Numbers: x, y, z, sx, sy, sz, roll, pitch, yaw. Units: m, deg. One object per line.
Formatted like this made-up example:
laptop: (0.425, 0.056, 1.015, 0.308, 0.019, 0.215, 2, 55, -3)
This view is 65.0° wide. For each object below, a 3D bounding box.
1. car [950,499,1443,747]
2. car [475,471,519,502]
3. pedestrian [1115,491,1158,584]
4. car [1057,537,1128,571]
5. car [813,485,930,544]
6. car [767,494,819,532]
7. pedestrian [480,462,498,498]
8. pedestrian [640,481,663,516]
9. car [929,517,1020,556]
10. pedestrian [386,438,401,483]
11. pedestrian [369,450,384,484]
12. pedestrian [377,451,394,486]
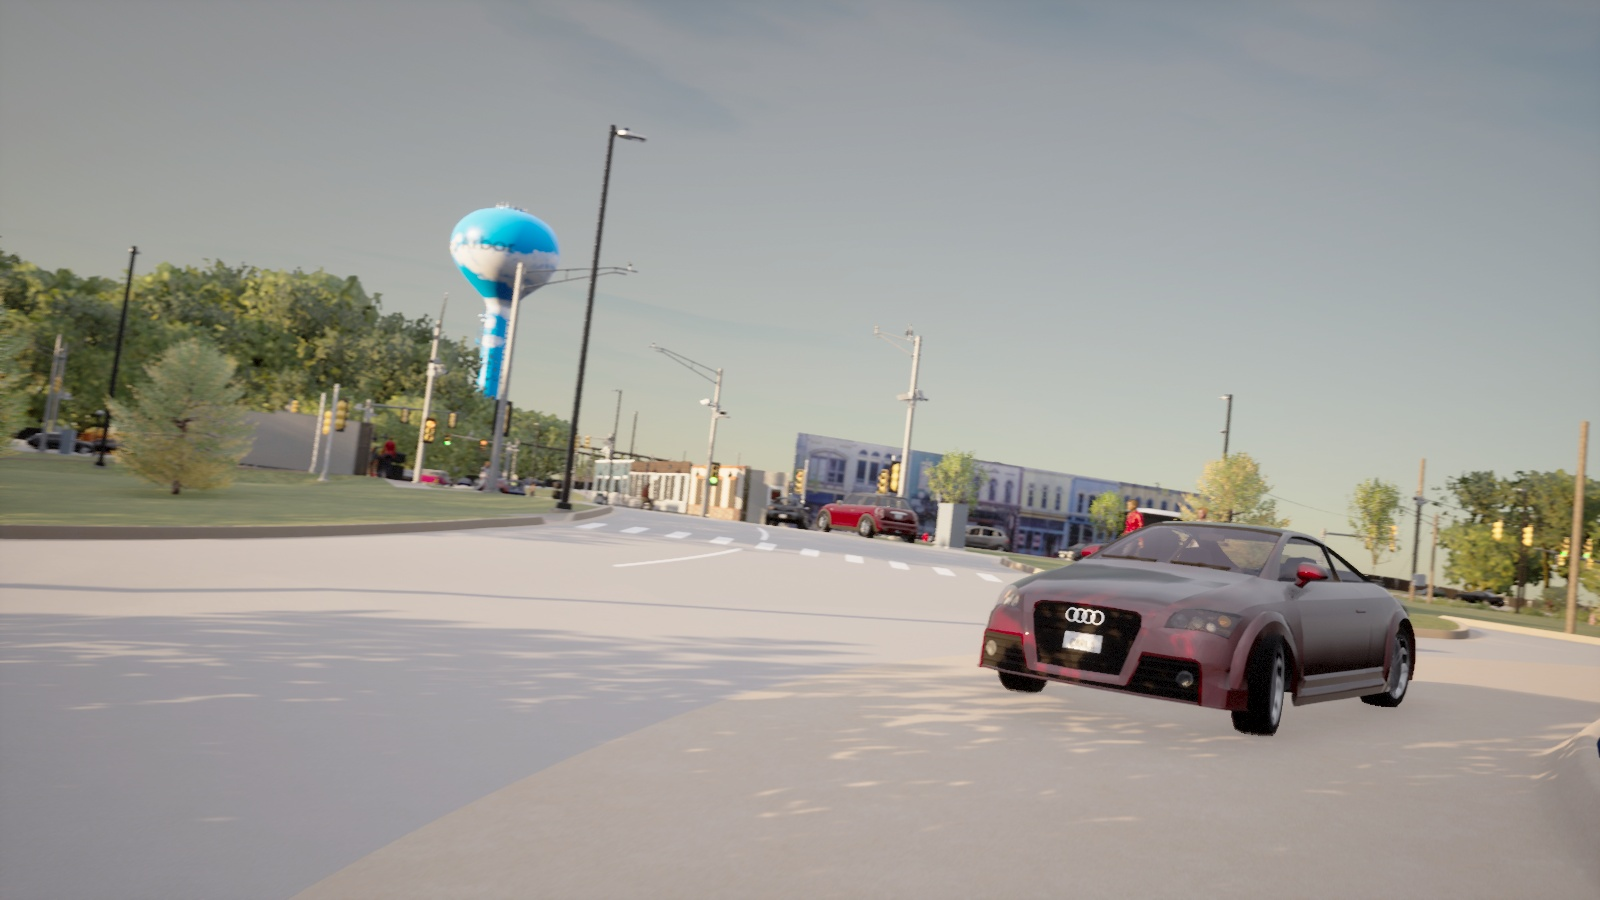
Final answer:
car: (3.253, 1.230, 9.749, 1.994, 1.385, 4.181, 2, -3, 43)
car: (-17.390, 2.081, 71.955, 1.845, 1.501, 3.633, 8, -4, -21)
pedestrian: (6.995, 1.812, 26.085, 0.636, 1.846, 0.331, 6, -4, -1)
car: (17.704, 6.287, 75.988, 3.705, 1.549, 1.789, 8, -5, -22)
car: (2.628, 2.402, 47.370, 2.097, 1.767, 4.553, 8, -4, -29)
car: (-0.295, 3.036, 59.695, 1.816, 1.474, 4.193, 5, -4, 7)
pedestrian: (-16.484, 1.583, 66.623, 0.706, 1.836, 0.354, 7, -4, -14)
pedestrian: (-8.325, 2.735, 70.334, 0.899, 1.844, 0.634, 9, -5, -36)
car: (10.111, 5.029, 72.819, 4.611, 1.667, 2.242, 8, -5, -22)
pedestrian: (-17.140, 0.439, 52.948, 0.331, 1.846, 0.636, 8, -5, -22)
pedestrian: (-23.740, 0.953, 70.420, 0.540, 1.848, 0.694, 8, -5, -19)
pedestrian: (-23.673, 1.056, 71.675, 0.563, 1.883, 0.849, 8, -5, -27)
